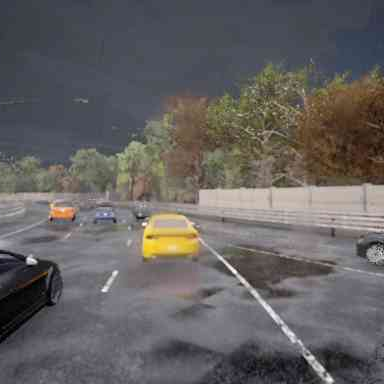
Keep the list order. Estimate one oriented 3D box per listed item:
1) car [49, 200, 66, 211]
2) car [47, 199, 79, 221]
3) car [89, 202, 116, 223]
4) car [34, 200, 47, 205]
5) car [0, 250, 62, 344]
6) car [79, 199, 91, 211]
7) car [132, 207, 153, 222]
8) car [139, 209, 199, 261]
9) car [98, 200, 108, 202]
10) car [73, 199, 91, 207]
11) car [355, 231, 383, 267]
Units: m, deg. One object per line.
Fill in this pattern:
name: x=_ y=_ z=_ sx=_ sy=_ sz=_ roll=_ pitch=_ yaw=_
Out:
car: x=-21.029 y=2.112 z=51.963 sx=1.882 sy=1.535 sz=5.008 roll=0 pitch=-1 yaw=-29
car: x=-12.215 y=1.740 z=31.801 sx=2.097 sy=1.767 sz=4.553 roll=0 pitch=-1 yaw=-17
car: x=-7.657 y=1.901 z=29.091 sx=2.033 sy=1.411 sz=5.357 roll=0 pitch=-1 yaw=-16
car: x=-38.153 y=2.582 z=84.141 sx=4.181 sy=1.385 sz=1.994 roll=-1 pitch=-1 yaw=41
car: x=-3.719 y=1.634 z=5.549 sx=1.994 sy=1.385 sz=4.181 roll=0 pitch=-1 yaw=-3
car: x=-16.206 y=2.104 z=50.351 sx=2.128 sy=1.511 sz=4.902 roll=0 pitch=-1 yaw=-27
car: x=-4.372 y=1.965 z=30.074 sx=1.895 sy=1.301 sz=4.718 roll=0 pitch=-1 yaw=-16
car: x=-0.905 y=1.628 z=12.867 sx=1.882 sy=1.535 sz=5.008 roll=0 pitch=-1 yaw=-7
car: x=-14.707 y=2.168 z=54.775 sx=1.837 sy=1.490 sz=4.892 roll=1 pitch=-1 yaw=-29
car: x=-22.145 y=2.165 z=66.586 sx=1.837 sy=1.490 sz=4.892 roll=1 pitch=-1 yaw=-38
car: x=7.425 y=1.607 z=9.827 sx=2.128 sy=1.511 sz=4.902 roll=0 pitch=-1 yaw=-35
